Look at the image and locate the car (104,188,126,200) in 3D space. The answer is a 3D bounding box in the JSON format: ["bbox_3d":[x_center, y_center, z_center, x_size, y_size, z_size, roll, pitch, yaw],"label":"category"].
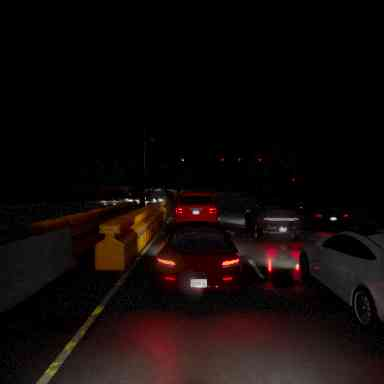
[{"bbox_3d":[-13.628,0.382,58.020,2.150,2.045,5.566,0,1,1],"label":"car"}]

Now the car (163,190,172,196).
[{"bbox_3d":[-6.307,0.277,86.212,2.033,1.411,5.357,0,1,0],"label":"car"}]

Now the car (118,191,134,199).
[{"bbox_3d":[-13.461,0.556,68.158,2.033,1.411,5.357,0,1,0],"label":"car"}]

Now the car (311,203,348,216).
[{"bbox_3d":[7.221,1.309,18.938,1.994,1.385,4.181,0,1,0],"label":"car"}]

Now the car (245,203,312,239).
[{"bbox_3d":[3.696,1.283,15.854,2.128,1.511,4.902,0,1,0],"label":"car"}]

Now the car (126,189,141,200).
[{"bbox_3d":[-10.096,0.690,60.305,1.994,1.385,4.181,0,1,1],"label":"car"}]

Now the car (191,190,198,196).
[{"bbox_3d":[0.722,0.164,89.601,1.882,1.535,5.008,0,1,0],"label":"car"}]

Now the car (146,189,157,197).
[{"bbox_3d":[-9.855,0.177,80.598,2.097,1.767,4.553,0,1,0],"label":"car"}]

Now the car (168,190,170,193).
[{"bbox_3d":[-6.397,0.251,75.658,2.097,1.767,4.553,0,1,0],"label":"car"}]

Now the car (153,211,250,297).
[{"bbox_3d":[0.142,1.431,8.242,1.812,1.442,4.674,0,1,1],"label":"car"}]

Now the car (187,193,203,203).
[{"bbox_3d":[0.521,0.863,51.154,1.895,1.301,4.718,0,1,7],"label":"car"}]

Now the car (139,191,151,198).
[{"bbox_3d":[-9.942,0.527,70.380,1.994,1.385,4.181,0,1,0],"label":"car"}]

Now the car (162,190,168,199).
[{"bbox_3d":[-6.517,0.537,65.642,2.128,1.511,4.902,0,1,1],"label":"car"}]

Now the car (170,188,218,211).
[{"bbox_3d":[0.206,0.984,17.839,2.150,2.045,5.566,0,1,1],"label":"car"}]

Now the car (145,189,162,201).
[{"bbox_3d":[-6.639,0.710,56.376,1.812,1.442,4.674,0,1,1],"label":"car"}]

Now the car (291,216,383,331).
[{"bbox_3d":[3.629,1.455,6.606,1.812,1.442,4.674,0,1,0],"label":"car"}]
